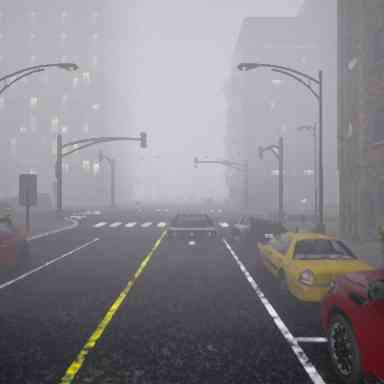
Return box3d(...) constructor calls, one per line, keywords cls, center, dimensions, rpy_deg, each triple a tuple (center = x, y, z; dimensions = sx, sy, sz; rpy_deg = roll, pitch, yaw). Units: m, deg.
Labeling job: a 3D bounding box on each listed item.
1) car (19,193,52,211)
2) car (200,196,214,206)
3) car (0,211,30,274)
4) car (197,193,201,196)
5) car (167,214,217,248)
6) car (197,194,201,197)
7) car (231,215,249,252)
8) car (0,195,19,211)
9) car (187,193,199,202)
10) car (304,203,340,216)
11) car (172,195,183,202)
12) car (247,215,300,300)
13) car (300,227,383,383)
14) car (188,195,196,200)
box3d(cls="car", center=(-17.693, 1.031, 35.729), dimensions=(5.009, 1.841, 2.192), rpy_deg=(1, -1, 0))
box3d(cls="car", center=(2.741, 1.599, 55.690), dimensions=(1.802, 1.307, 4.206), rpy_deg=(0, 0, 0))
box3d(cls="car", center=(-5.689, 1.438, 7.982), dimensions=(1.967, 1.590, 4.097), rpy_deg=(0, 0, 0))
box3d(cls="car", center=(2.692, 1.583, 74.255), dimensions=(2.008, 1.369, 4.403), rpy_deg=(0, 0, 0))
box3d(cls="car", center=(0.000, 1.617, 14.680), dimensions=(1.895, 1.301, 4.718), rpy_deg=(0, 0, 0))
box3d(cls="car", center=(2.691, 1.578, 68.607), dimensions=(2.008, 1.369, 4.403), rpy_deg=(0, 0, 0))
box3d(cls="car", center=(2.691, 1.565, 13.666), dimensions=(1.947, 1.339, 4.313), rpy_deg=(0, 0, 0))
box3d(cls="car", center=(-17.559, 1.010, 27.351), dimensions=(5.009, 1.841, 2.192), rpy_deg=(1, -1, 0))
box3d(cls="car", center=(0.001, 1.395, 74.541), dimensions=(1.882, 1.535, 5.008), rpy_deg=(0, 0, 0))
box3d(cls="car", center=(14.642, 1.838, 36.007), dimensions=(4.829, 1.417, 1.752), rpy_deg=(1, -1, 0))
box3d(cls="car", center=(-3.001, 1.626, 78.904), dimensions=(1.895, 1.301, 4.718), rpy_deg=(0, 0, 0))
box3d(cls="car", center=(2.691, 1.524, 8.154), dimensions=(1.752, 1.417, 4.829), rpy_deg=(0, 0, 0))
box3d(cls="car", center=(2.692, 1.313, 2.301), dimensions=(2.192, 1.841, 5.009), rpy_deg=(0, 0, 0))
box3d(cls="car", center=(0.001, 1.473, 88.321), dimensions=(1.895, 1.301, 4.718), rpy_deg=(0, 0, 0))
